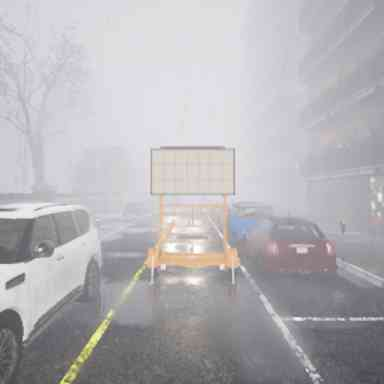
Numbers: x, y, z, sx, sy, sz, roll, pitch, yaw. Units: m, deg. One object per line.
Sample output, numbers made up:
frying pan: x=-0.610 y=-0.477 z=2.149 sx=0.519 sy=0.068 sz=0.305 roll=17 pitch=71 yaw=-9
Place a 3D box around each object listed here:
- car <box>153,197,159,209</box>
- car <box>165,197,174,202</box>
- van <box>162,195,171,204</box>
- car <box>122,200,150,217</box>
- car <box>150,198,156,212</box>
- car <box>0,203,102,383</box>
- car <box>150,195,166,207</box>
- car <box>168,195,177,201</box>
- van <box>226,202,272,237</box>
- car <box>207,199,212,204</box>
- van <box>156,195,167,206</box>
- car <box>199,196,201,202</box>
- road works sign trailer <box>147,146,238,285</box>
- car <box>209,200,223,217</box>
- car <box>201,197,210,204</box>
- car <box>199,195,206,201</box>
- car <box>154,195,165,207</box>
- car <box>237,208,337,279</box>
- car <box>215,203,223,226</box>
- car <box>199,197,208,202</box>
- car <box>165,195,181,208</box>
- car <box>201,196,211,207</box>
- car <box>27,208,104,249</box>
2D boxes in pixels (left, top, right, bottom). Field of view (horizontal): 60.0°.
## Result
car: x=-5.590 y=1.666 z=43.918 sx=1.887 sy=1.381 sz=4.507 roll=0 pitch=0 yaw=0
car: x=-5.501 y=1.851 z=83.329 sx=1.947 sy=1.339 sz=4.313 roll=0 pitch=0 yaw=0
van: x=-5.526 y=1.578 z=72.069 sx=1.690 sy=1.788 sz=3.998 roll=0 pitch=0 yaw=0
car: x=-5.615 y=1.654 z=32.659 sx=1.947 sy=1.339 sz=4.313 roll=0 pitch=0 yaw=0
car: x=-5.603 y=1.686 z=38.289 sx=1.802 sy=1.307 sz=4.206 roll=0 pitch=0 yaw=0
car: x=-3.087 y=1.235 z=5.312 sx=2.150 sy=2.045 sz=5.566 roll=0 pitch=0 yaw=0
car: x=-5.565 y=1.482 z=55.178 sx=2.192 sy=1.841 sz=5.009 roll=0 pitch=0 yaw=0
car: x=-5.475 y=1.652 z=94.590 sx=2.192 sy=1.841 sz=5.009 roll=0 pitch=0 yaw=0
van: x=2.727 y=1.384 z=15.748 sx=1.690 sy=1.788 sz=3.998 roll=0 pitch=0 yaw=0
car: x=2.765 y=1.633 z=32.639 sx=1.887 sy=1.381 sz=4.507 roll=0 pitch=0 yaw=0
van: x=-5.552 y=1.531 z=60.808 sx=1.690 sy=1.788 sz=3.998 roll=0 pitch=0 yaw=0
car: x=2.841 y=1.654 z=66.419 sx=1.967 sy=1.590 sz=4.097 roll=0 pitch=0 yaw=0
road works sign trailer: x=0.021 y=0.490 z=9.576 sx=2.380 sy=3.560 sz=2.880 roll=0 pitch=0 yaw=0
car: x=2.752 y=1.624 z=27.009 sx=2.008 sy=1.369 sz=4.403 roll=0 pitch=0 yaw=0
car: x=2.854 y=1.819 z=72.049 sx=1.802 sy=1.307 sz=4.206 roll=0 pitch=0 yaw=0
car: x=2.905 y=1.778 z=94.570 sx=1.967 sy=1.590 sz=4.097 roll=0 pitch=0 yaw=0
car: x=-5.577 y=1.583 z=49.546 sx=1.967 sy=1.590 sz=4.097 roll=0 pitch=0 yaw=0
car: x=2.714 y=1.467 z=10.117 sx=1.967 sy=1.590 sz=4.097 roll=0 pitch=0 yaw=0
car: x=2.739 y=1.624 z=21.378 sx=1.947 sy=1.339 sz=4.313 roll=0 pitch=0 yaw=0
car: x=2.880 y=1.852 z=83.310 sx=1.947 sy=1.339 sz=4.313 roll=0 pitch=0 yaw=0
car: x=-2.882 y=1.372 z=52.173 sx=2.150 sy=2.045 sz=5.566 roll=0 pitch=0 yaw=0
car: x=2.816 y=1.749 z=55.157 sx=1.802 sy=1.307 sz=4.206 roll=0 pitch=0 yaw=0
car: x=-5.654 y=1.567 z=15.597 sx=1.752 sy=1.417 sz=4.829 roll=0 pitch=0 yaw=0
